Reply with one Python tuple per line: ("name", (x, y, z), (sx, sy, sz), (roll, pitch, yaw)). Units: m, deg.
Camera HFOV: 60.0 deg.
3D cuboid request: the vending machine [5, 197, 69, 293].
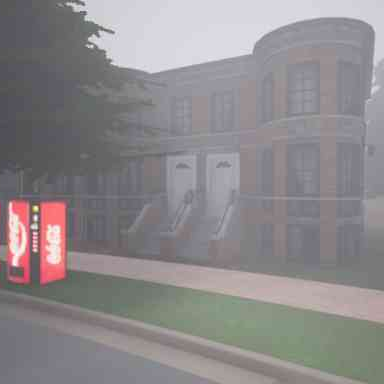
("vending machine", (-3.739, 1.189, 8.069), (0.880, 2.100, 1.100), (0, 0, 26))
